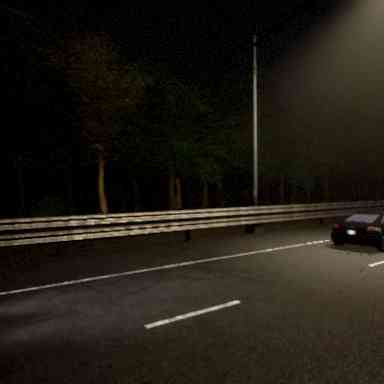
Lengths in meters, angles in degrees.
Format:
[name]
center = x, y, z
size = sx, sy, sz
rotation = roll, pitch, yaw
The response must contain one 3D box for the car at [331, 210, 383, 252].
[car]
center = 7.490, 1.434, 13.383
size = 4.181, 1.385, 1.994
rotation = -1, 0, -35
